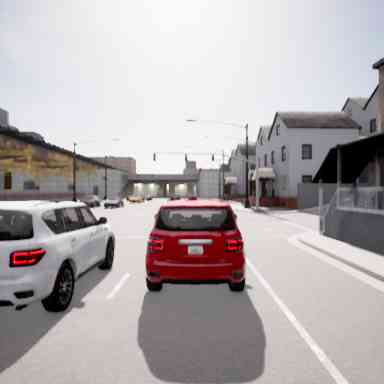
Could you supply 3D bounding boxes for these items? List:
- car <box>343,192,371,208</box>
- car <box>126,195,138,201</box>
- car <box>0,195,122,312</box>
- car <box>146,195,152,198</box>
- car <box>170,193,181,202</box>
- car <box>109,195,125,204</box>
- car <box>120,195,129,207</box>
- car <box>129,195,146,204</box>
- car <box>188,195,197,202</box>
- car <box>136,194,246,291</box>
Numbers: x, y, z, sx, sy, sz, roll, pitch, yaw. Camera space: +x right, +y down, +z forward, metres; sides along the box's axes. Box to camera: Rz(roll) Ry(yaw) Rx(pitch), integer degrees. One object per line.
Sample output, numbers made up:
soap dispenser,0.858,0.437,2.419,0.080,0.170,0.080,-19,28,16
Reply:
car,14.817,0.853,28.770,4.181,1.385,1.994,-16,0,-1
car,-13.819,1.382,76.345,1.994,1.385,4.181,0,0,0
car,-3.409,1.205,7.805,2.150,2.045,5.566,0,0,1
car,-10.318,1.334,76.751,2.128,1.511,4.902,0,0,0
car,-3.336,1.206,69.199,2.097,1.767,4.553,0,0,0
car,-13.900,1.375,61.656,1.837,1.490,4.892,0,0,1
car,-10.488,1.452,45.031,2.033,1.411,5.357,0,0,0
car,-10.403,1.347,61.619,1.882,1.535,5.008,0,0,1
car,0.162,1.357,69.221,1.837,1.490,4.892,0,0,0
car,0.099,1.202,9.067,2.150,2.045,5.566,0,0,1
